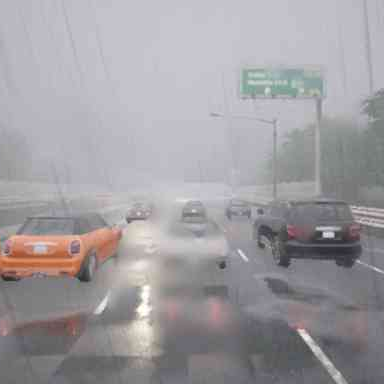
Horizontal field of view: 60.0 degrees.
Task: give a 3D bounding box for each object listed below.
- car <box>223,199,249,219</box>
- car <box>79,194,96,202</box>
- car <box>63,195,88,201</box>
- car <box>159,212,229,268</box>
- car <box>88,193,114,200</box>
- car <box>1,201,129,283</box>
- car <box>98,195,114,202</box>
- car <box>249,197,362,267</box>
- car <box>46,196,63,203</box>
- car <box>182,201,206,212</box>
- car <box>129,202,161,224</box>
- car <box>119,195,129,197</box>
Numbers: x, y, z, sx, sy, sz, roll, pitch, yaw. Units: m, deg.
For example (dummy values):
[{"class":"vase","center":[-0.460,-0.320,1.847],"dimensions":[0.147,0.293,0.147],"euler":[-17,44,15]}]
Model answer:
[{"class":"car","center":[3.658,1.357,27.436],"dimensions":[2.128,1.511,4.902],"euler":[0,0,1]},{"class":"car","center":[-20.543,1.205,65.800],"dimensions":[1.994,1.385,4.181],"euler":[0,0,1]},{"class":"car","center":[-17.296,1.240,50.510],"dimensions":[1.837,1.490,4.892],"euler":[0,0,1]},{"class":"car","center":[0.081,1.553,11.077],"dimensions":[1.895,1.301,4.718],"euler":[0,0,1]},{"class":"car","center":[-13.790,1.087,50.919],"dimensions":[2.097,1.767,4.553],"euler":[0,0,1]},{"class":"car","center":[-3.430,1.312,9.730],"dimensions":[2.097,1.767,4.553],"euler":[0,0,1]},{"class":"car","center":[-17.038,1.247,66.136],"dimensions":[1.895,1.301,4.718],"euler":[0,0,1]},{"class":"car","center":[3.584,1.175,11.334],"dimensions":[2.150,2.045,5.566],"euler":[0,1,1]},{"class":"car","center":[-20.762,1.275,51.865],"dimensions":[2.033,1.411,5.357],"euler":[0,0,1]},{"class":"car","center":[0.164,1.425,28.005],"dimensions":[1.994,1.385,4.181],"euler":[0,0,1]},{"class":"car","center":[-3.391,1.432,23.776],"dimensions":[2.033,1.411,5.357],"euler":[0,0,1]},{"class":"car","center":[-13.532,1.209,66.531],"dimensions":[1.994,1.385,4.181],"euler":[0,0,1]}]
